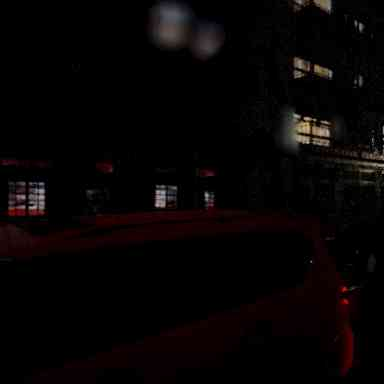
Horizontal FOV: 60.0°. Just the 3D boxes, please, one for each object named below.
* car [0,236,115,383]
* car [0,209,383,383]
[{"bbox_3d":[-3.569,1.526,4.004,4.829,1.417,1.752,0,1,-35],"label":"car"},{"bbox_3d":[-0.936,1.222,2.691,5.566,2.045,2.150,0,0,-36],"label":"car"}]
